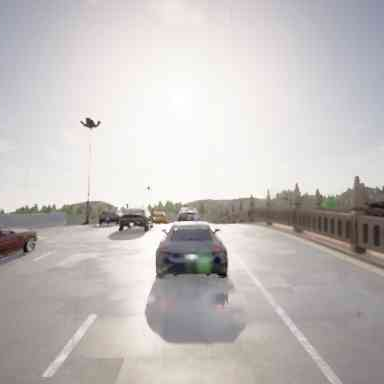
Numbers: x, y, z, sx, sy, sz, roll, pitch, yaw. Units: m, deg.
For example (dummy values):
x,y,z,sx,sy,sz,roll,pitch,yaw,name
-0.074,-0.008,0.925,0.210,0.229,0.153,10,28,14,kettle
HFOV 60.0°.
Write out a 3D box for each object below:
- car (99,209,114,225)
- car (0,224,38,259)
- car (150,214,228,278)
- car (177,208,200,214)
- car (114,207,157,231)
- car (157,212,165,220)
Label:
x,y,z,sx,sy,sz,roll,pitch,yaw,name
-7.318,2.341,31.197,2.128,1.511,4.902,0,-4,-1,car
-7.045,1.701,11.174,1.895,1.301,4.718,0,0,-1,car
-0.034,1.617,10.387,1.994,1.385,4.181,0,0,-1,car
-0.305,2.215,30.200,2.128,1.511,4.902,0,-4,-1,car
-3.702,1.811,22.607,1.837,1.490,4.892,0,-2,-1,car
-3.942,3.213,40.475,1.882,1.535,5.008,0,-7,-1,car
